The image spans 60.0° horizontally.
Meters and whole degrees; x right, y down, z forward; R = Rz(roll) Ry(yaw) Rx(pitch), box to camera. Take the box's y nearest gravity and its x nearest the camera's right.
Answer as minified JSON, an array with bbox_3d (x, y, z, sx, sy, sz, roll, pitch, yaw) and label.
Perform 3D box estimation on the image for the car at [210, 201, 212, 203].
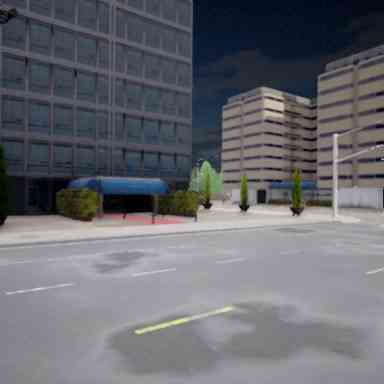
[{"bbox_3d":[1.991,1.943,63.945,1.837,1.490,4.892,1,0,-34],"label":"car"}]

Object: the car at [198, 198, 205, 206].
[{"bbox_3d":[-0.405,1.877,61.223,1.882,1.535,5.008,1,0,-35],"label":"car"}]
